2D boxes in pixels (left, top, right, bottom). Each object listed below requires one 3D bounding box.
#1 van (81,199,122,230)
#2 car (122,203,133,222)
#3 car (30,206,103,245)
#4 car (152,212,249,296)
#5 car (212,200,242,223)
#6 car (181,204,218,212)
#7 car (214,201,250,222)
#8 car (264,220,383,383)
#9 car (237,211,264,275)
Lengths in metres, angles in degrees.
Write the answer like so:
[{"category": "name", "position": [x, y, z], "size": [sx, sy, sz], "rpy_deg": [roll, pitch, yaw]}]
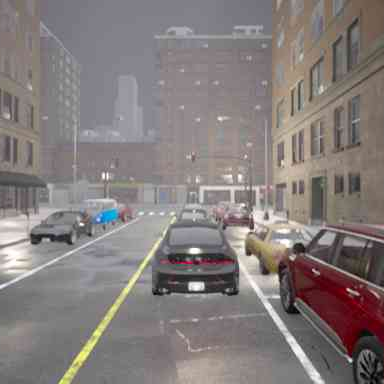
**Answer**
[{"category": "van", "position": [-5.842, 1.348, 20.997], "size": [1.690, 1.788, 3.998], "rpy_deg": [1, 0, 0]}, {"category": "car", "position": [-5.843, 1.556, 26.479], "size": [1.887, 1.381, 4.507], "rpy_deg": [1, 0, 0]}, {"category": "car", "position": [-5.846, 1.570, 15.514], "size": [1.947, 1.339, 4.313], "rpy_deg": [1, 0, 0]}, {"category": "car", "position": [0.055, 1.506, 8.606], "size": [1.837, 1.490, 4.892], "rpy_deg": [0, 0, -1]}, {"category": "car", "position": [2.683, 1.451, 26.476], "size": [1.967, 1.590, 4.097], "rpy_deg": [1, 0, 0]}, {"category": "car", "position": [0.103, 1.530, 16.304], "size": [1.812, 1.442, 4.674], "rpy_deg": [0, 0, 0]}, {"category": "car", "position": [2.682, 1.447, 20.993], "size": [1.967, 1.590, 4.097], "rpy_deg": [1, 0, 0]}, {"category": "car", "position": [2.679, 1.314, 4.545], "size": [2.192, 1.841, 5.009], "rpy_deg": [1, 0, 0]}, {"category": "car", "position": [2.678, 1.526, 10.198], "size": [1.752, 1.417, 4.829], "rpy_deg": [1, 0, 0]}]
